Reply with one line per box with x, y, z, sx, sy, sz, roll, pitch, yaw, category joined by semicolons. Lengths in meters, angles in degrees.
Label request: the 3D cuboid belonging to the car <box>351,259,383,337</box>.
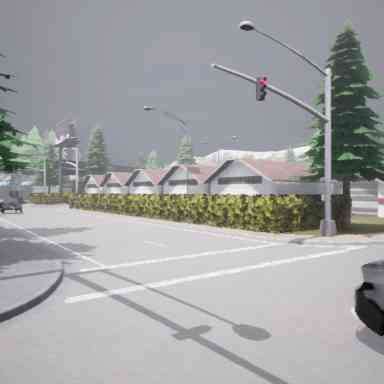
4.375;1.555;3.634;2.128;1.511;4.902;0;1;-37;car

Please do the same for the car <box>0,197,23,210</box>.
-19.131;1.359;35.006;1.837;1.490;4.892;0;0;-37;car
